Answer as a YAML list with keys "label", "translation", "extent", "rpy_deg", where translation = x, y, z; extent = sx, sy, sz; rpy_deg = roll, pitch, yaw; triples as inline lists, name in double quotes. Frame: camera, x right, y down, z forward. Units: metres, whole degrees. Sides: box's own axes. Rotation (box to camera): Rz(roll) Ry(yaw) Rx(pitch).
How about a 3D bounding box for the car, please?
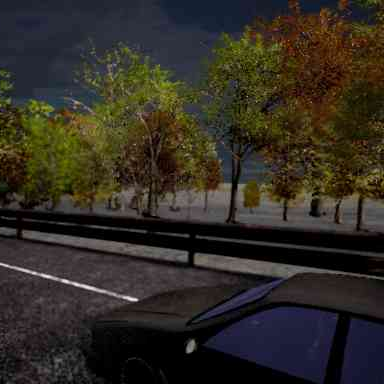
- label: "car"
  translation: [1.343, 1.545, 3.034]
  extent: [5.357, 1.411, 2.033]
  rpy_deg: [0, 0, 36]
